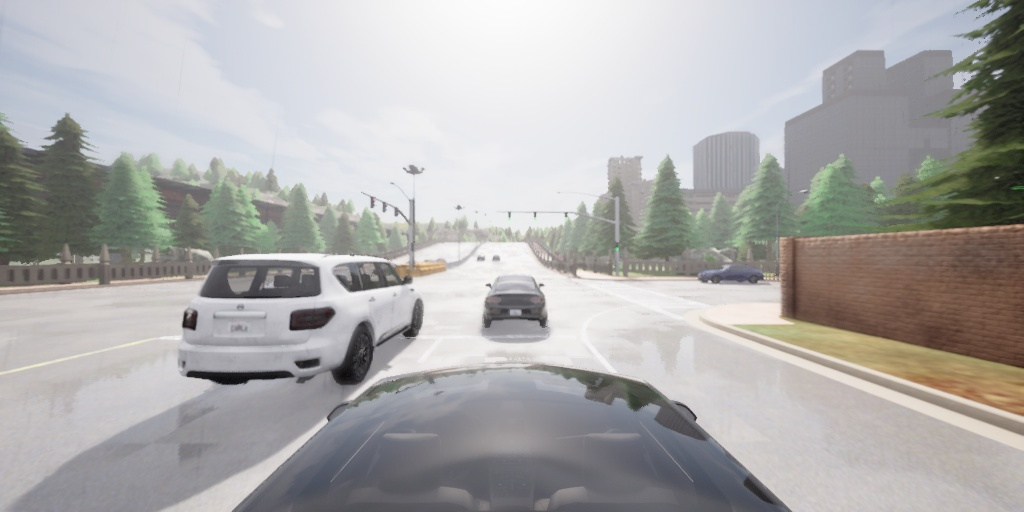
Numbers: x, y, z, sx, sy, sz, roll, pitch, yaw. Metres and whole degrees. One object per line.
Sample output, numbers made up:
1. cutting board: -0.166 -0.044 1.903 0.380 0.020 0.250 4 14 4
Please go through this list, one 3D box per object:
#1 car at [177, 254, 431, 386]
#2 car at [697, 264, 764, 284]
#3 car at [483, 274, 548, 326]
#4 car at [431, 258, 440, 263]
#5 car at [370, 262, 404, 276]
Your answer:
1. car: -3.408 0.992 7.173 2.150 2.045 5.566 0 0 0
2. car: 16.896 1.376 27.813 4.674 1.442 1.812 0 0 0
3. car: 0.100 1.314 11.663 1.812 1.442 4.674 0 0 0
4. car: -14.040 1.299 60.156 2.097 1.767 4.553 0 1 0
5. car: -14.085 1.447 40.821 2.033 1.411 5.357 0 0 0
